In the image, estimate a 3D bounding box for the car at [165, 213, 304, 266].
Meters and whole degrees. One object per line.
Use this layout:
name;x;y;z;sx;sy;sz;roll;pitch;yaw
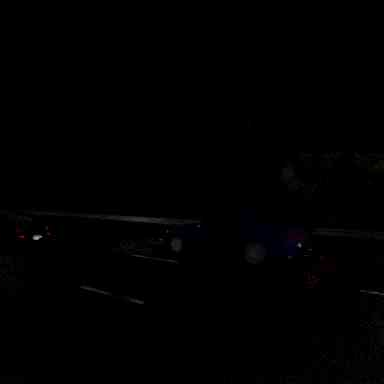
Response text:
car;1.300;1.476;11.664;5.008;1.535;1.882;0;0;35

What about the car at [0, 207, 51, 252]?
car;-7.702;1.521;13.787;4.674;1.442;1.812;0;0;36
